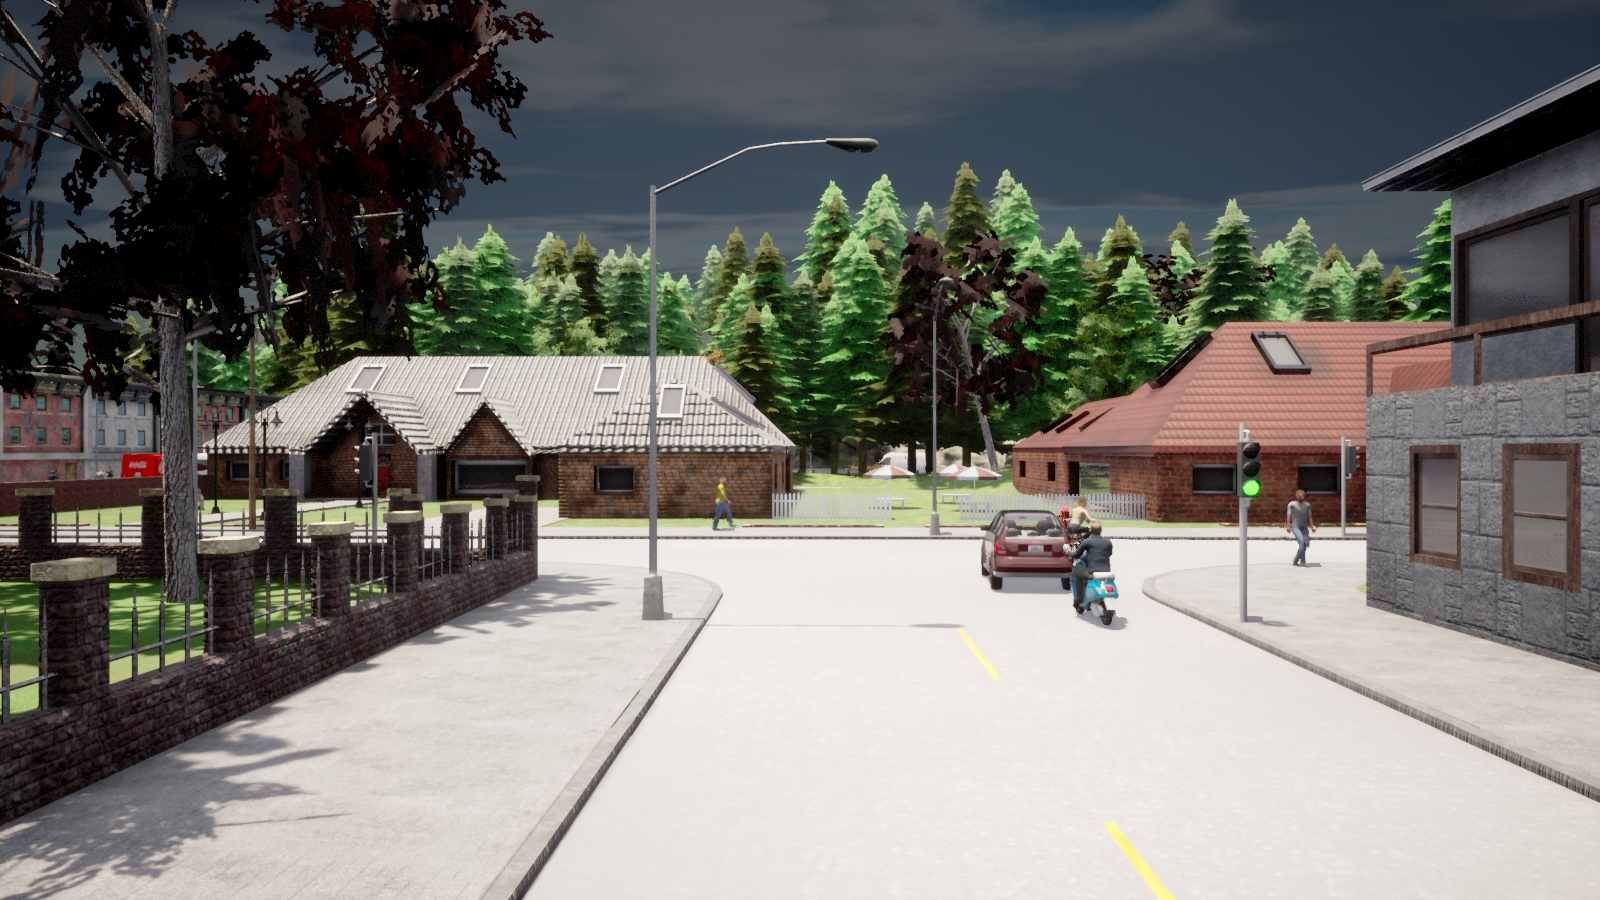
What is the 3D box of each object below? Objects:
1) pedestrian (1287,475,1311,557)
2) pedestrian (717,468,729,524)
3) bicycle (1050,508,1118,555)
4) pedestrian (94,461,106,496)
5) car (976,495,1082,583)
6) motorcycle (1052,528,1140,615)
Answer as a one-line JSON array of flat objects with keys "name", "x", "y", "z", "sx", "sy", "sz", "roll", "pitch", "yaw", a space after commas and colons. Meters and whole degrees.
[{"name": "pedestrian", "x": 11.545, "y": 1.518, "z": 26.423, "sx": 0.375, "sy": 1.860, "sz": 0.375, "roll": 0, "pitch": 0, "yaw": -6}, {"name": "pedestrian", "x": -2.562, "y": 1.524, "z": 37.993, "sx": 0.375, "sy": 1.860, "sz": 0.375, "roll": 0, "pitch": 0, "yaw": 2}, {"name": "bicycle", "x": 7.170, "y": 2.037, "z": 28.866, "sx": 1.487, "sy": 1.080, "sz": 0.859, "roll": 0, "pitch": 1, "yaw": -33}, {"name": "pedestrian", "x": -37.082, "y": 1.524, "z": 60.535, "sx": 0.375, "sy": 1.860, "sz": 0.375, "roll": 0, "pitch": 0, "yaw": 4}, {"name": "car", "x": 4.754, "y": 1.806, "z": 24.129, "sx": 1.789, "sy": 1.549, "sz": 3.705, "roll": 0, "pitch": 0, "yaw": 5}, {"name": "motorcycle", "x": 4.837, "y": 1.962, "z": 18.781, "sx": 0.856, "sy": 1.236, "sz": 1.805, "roll": 0, "pitch": 0, "yaw": -4}]
